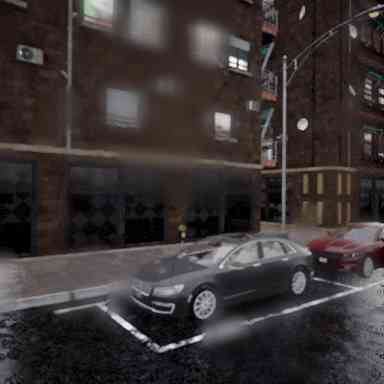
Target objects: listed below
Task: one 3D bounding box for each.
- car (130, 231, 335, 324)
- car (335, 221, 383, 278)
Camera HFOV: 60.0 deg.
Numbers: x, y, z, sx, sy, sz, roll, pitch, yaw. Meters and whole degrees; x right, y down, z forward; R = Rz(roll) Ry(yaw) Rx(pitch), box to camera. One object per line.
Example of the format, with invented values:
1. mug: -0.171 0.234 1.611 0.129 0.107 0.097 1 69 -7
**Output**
1. car: 0.843 1.595 7.159 4.403 1.369 2.008 1 0 -36
2. car: 5.431 1.642 10.433 4.507 1.381 1.887 1 0 -36
